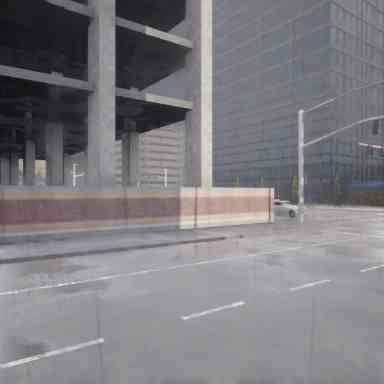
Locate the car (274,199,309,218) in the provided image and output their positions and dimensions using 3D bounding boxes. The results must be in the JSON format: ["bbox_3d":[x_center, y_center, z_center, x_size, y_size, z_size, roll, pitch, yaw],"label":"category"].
[{"bbox_3d":[8.517,1.526,30.801,1.812,1.442,4.674,0,0,-36],"label":"car"}]

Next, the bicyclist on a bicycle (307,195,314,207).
[{"bbox_3d":[16.506,1.301,46.158,1.656,1.620,0.582,0,0,-36],"label":"bicyclist on a bicycle"}]

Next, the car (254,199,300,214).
[{"bbox_3d":[9.094,1.526,35.972,1.812,1.442,4.674,0,0,-36],"label":"car"}]
